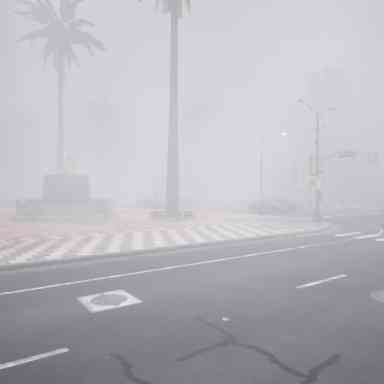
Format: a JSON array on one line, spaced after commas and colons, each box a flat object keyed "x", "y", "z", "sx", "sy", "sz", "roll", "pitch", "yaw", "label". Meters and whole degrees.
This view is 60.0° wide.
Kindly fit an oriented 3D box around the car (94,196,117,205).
[{"x": -14.667, "y": 1.547, "z": 52.009, "sx": 5.357, "sy": 1.411, "sz": 2.033, "roll": 0, "pitch": 0, "yaw": 4, "label": "car"}]

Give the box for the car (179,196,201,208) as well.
[{"x": -1.402, "y": 1.564, "z": 48.108, "sx": 4.181, "sy": 1.385, "sz": 1.994, "roll": 0, "pitch": 0, "yaw": 26, "label": "car"}]

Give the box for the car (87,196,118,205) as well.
[{"x": -15.836, "y": 1.491, "z": 59.119, "sx": 4.902, "sy": 1.511, "sz": 2.128, "roll": 0, "pitch": 0, "yaw": 2, "label": "car"}]

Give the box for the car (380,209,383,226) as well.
[{"x": 13.124, "y": 1.505, "z": 20.415, "sx": 1.837, "sy": 1.490, "sz": 4.892, "roll": 2, "pitch": 1, "yaw": 13, "label": "car"}]

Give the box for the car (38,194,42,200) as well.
[{"x": -26.045, "y": 1.221, "z": 58.555, "sx": 5.566, "sy": 2.045, "sz": 2.150, "roll": 0, "pitch": 0, "yaw": -10, "label": "car"}]

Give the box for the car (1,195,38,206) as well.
[{"x": -28.428, "y": 1.505, "z": 54.343, "sx": 4.892, "sy": 1.490, "sz": 1.837, "roll": 0, "pitch": 0, "yaw": -13, "label": "car"}]

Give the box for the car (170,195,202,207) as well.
[{"x": -0.904, "y": 1.352, "z": 52.036, "sx": 4.553, "sy": 1.767, "sz": 2.097, "roll": 0, "pitch": 0, "yaw": 27, "label": "car"}]

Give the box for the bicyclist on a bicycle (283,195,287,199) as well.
[{"x": 15.275, "y": 1.300, "z": 54.474, "sx": 0.582, "sy": 1.620, "sz": 1.656, "roll": 0, "pitch": 0, "yaw": 42, "label": "bicyclist on a bicycle"}]

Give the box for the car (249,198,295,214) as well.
[{"x": 8.062, "y": 1.526, "z": 35.149, "sx": 1.812, "sy": 1.442, "sz": 4.674, "roll": 0, "pitch": 0, "yaw": -38, "label": "car"}]

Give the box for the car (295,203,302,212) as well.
[{"x": 10.189, "y": 1.506, "z": 38.023, "sx": 1.837, "sy": 1.490, "sz": 4.892, "roll": 0, "pitch": -1, "yaw": -39, "label": "car"}]

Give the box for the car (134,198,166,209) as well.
[{"x": -5.352, "y": 1.548, "z": 46.249, "sx": 5.357, "sy": 1.411, "sz": 2.033, "roll": 0, "pitch": 0, "yaw": 21, "label": "car"}]
